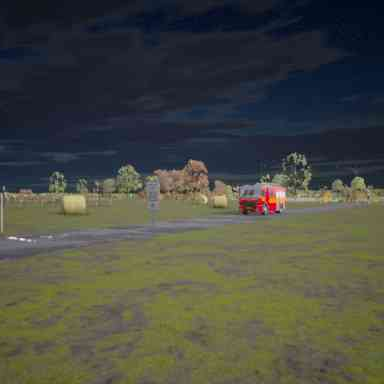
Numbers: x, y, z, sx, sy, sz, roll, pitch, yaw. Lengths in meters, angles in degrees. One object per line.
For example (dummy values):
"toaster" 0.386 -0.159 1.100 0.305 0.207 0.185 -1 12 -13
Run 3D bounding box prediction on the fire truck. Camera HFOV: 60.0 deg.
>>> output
"fire truck" 8.984 0.843 41.748 2.891 3.827 8.468 -1 -1 35
